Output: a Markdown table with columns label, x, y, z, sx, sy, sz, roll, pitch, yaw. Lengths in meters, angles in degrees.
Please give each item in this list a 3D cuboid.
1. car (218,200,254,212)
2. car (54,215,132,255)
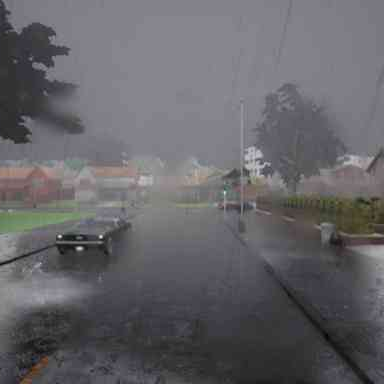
| label | x | y | z | sx | sy | sz | roll | pitch | yaw |
| --- | --- | --- | --- | --- | --- | --- | --- | --- | --- |
| car | 5.410 | 1.684 | 41.101 | 4.674 | 1.442 | 1.812 | 0 | 0 | -23 |
| car | -3.851 | 1.654 | 13.736 | 1.895 | 1.301 | 4.718 | 0 | 0 | 1 |
